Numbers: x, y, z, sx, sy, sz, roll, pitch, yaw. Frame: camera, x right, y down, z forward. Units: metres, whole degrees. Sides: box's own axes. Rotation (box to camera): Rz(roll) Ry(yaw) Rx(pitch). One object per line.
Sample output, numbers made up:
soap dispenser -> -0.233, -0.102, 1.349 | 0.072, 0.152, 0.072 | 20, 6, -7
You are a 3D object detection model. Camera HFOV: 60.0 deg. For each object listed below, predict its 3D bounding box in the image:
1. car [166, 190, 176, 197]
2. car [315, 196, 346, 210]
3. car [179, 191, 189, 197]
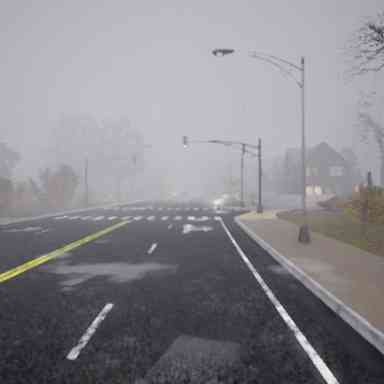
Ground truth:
car -> -5.074, 0.369, 80.699 | 1.882, 1.535, 5.008 | 0, 1, 6
car -> 13.506, 0.991, 29.333 | 4.718, 1.301, 1.895 | -1, -1, 9
car -> -1.845, 0.410, 80.329 | 1.812, 1.442, 4.674 | 0, 1, 6
